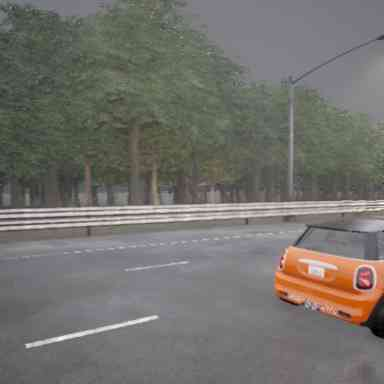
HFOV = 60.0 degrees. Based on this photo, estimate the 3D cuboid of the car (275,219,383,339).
[{"bbox_3d":[3.843,1.325,6.637,4.553,1.767,2.097,0,0,-33],"label":"car"}]
